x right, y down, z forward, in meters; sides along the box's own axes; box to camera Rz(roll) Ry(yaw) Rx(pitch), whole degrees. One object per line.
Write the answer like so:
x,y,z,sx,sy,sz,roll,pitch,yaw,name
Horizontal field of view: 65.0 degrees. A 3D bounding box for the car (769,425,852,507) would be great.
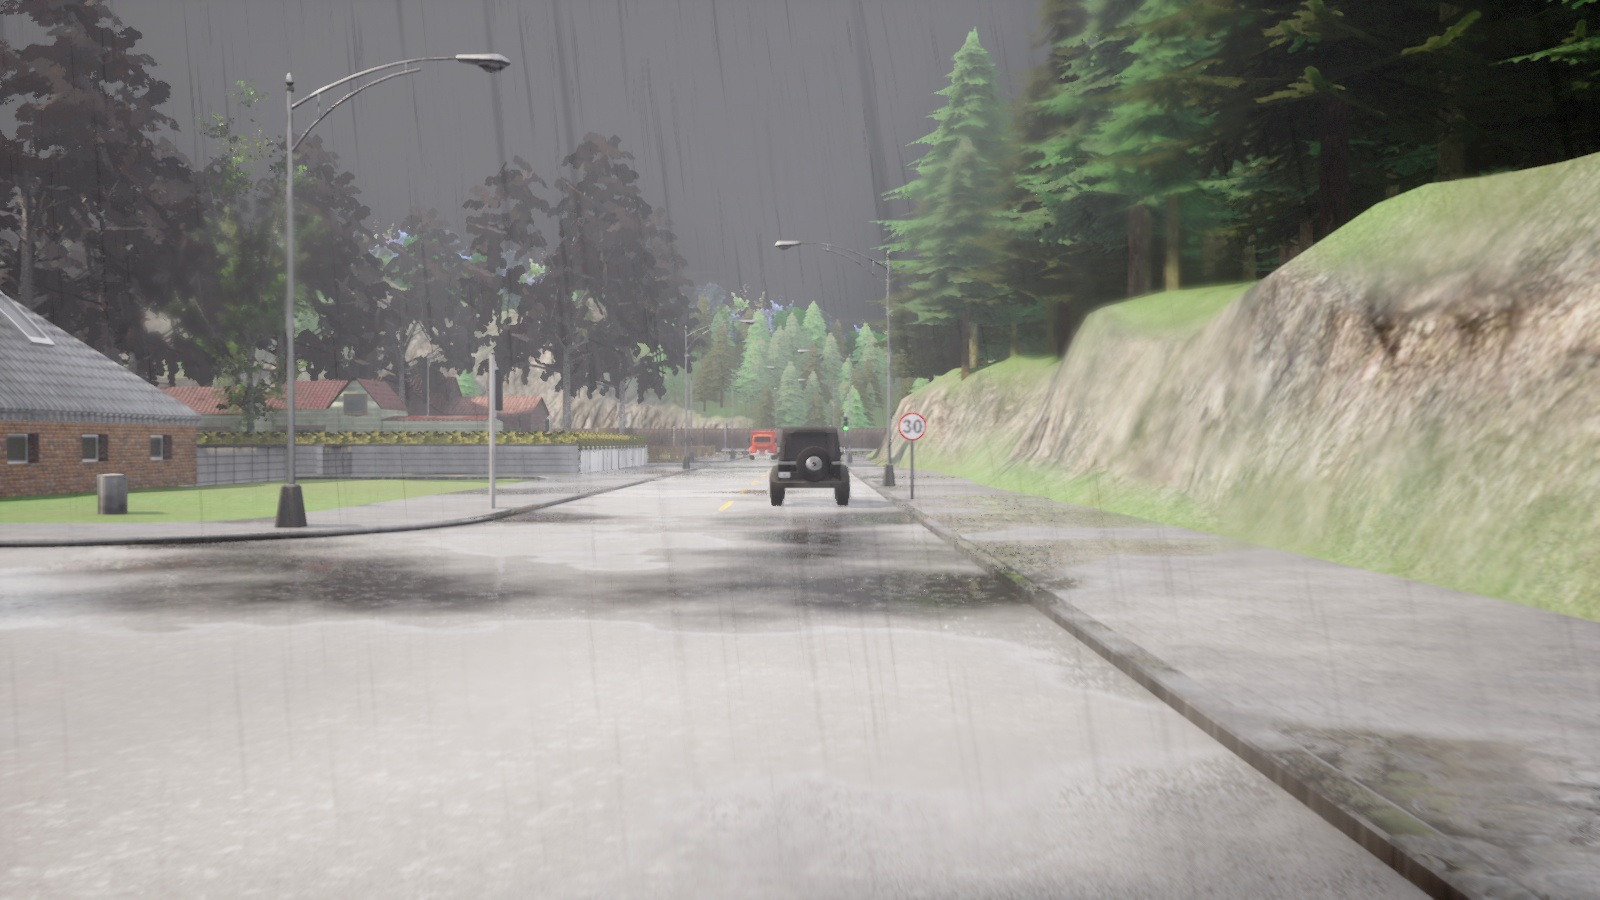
0.252,0.355,30.828,1.905,1.878,3.866,0,0,0,car
